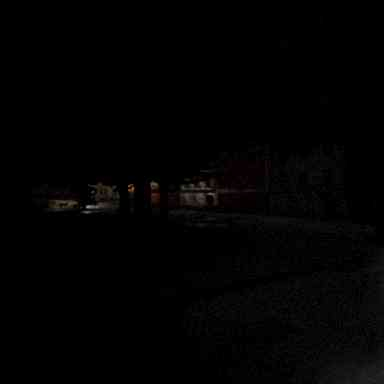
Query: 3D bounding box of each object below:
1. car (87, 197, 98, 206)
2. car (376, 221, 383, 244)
[{"bbox_3d":[-17.024,1.493,54.923,1.812,1.442,4.674,0,0,-35],"label":"car"},{"bbox_3d":[8.667,1.539,12.780,1.994,1.385,4.181,0,0,14],"label":"car"}]
